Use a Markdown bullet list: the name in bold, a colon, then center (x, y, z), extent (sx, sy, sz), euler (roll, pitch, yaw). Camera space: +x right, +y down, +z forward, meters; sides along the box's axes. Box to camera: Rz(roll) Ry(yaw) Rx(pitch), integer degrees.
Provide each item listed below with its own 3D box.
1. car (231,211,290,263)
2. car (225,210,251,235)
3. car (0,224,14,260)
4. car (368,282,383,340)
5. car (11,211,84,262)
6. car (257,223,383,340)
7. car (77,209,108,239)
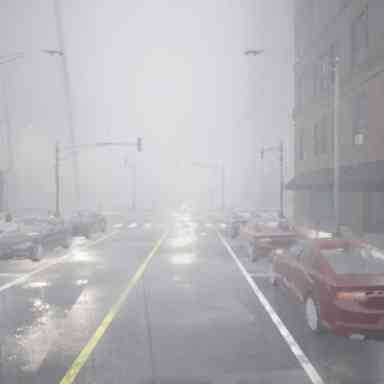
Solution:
- **car**: center (2.759, 1.598, 12.153), extent (1.887, 1.381, 4.507), euler (-1, 0, 0)
- **car**: center (2.761, 1.623, 17.659), extent (1.887, 1.381, 4.507), euler (-1, 0, 0)
- **car**: center (-5.769, 1.596, 6.653), extent (1.947, 1.339, 4.313), euler (-1, 0, 0)
- **car**: center (2.753, 1.571, 1.143), extent (1.947, 1.339, 4.313), euler (-1, 0, 0)
- **car**: center (-5.766, 1.605, 12.158), extent (2.008, 1.369, 4.403), euler (-1, 0, 0)
- **car**: center (2.756, 1.574, 6.648), extent (1.887, 1.381, 4.507), euler (-1, 0, 0)
- **car**: center (-5.764, 1.623, 17.664), extent (1.887, 1.381, 4.507), euler (-1, 0, 0)
